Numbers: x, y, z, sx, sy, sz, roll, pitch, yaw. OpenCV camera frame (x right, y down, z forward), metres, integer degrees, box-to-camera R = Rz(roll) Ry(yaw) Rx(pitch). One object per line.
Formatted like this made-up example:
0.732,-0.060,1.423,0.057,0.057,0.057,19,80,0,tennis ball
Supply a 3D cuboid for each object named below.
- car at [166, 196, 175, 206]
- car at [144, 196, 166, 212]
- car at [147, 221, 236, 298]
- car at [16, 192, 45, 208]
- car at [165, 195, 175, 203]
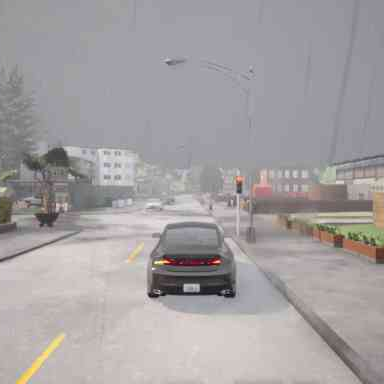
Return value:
-4.555,1.492,56.109,2.128,1.511,4.902,0,0,0,car
-4.428,1.525,39.543,1.812,1.442,4.674,0,0,0,car
-0.008,1.505,8.495,1.837,1.490,4.892,0,0,0,car
-20.111,0.985,42.178,1.905,1.878,3.866,0,0,35,car
-4.584,1.477,69.507,1.882,1.535,5.008,0,0,0,car
